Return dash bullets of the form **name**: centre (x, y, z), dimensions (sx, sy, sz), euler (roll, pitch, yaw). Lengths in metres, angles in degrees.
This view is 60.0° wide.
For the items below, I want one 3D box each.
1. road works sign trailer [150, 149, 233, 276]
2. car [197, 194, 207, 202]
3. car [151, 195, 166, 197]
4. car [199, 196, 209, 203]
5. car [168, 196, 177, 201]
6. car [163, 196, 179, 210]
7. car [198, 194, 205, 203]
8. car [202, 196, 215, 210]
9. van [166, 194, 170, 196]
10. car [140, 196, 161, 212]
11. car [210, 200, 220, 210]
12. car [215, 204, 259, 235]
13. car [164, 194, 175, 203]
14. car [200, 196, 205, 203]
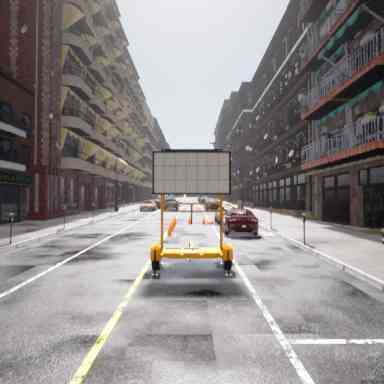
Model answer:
- **road works sign trailer**: centre (-0.012, 0.472, 10.367), dimensions (2.380, 3.560, 2.880), euler (0, 0, 0)
- **car**: centre (2.538, 1.543, 85.066), dimensions (2.192, 1.841, 5.009), euler (1, 0, 0)
- **car**: centre (-5.299, 1.395, 46.412), dimensions (2.192, 1.841, 5.009), euler (2, 0, 0)
- **car**: centre (2.579, 1.619, 74.004), dimensions (1.967, 1.590, 4.097), euler (1, 0, 0)
- **car**: centre (-5.316, 1.822, 90.654), dimensions (1.947, 1.339, 4.313), euler (1, 0, 0)
- **car**: centre (-2.758, 1.599, 44.192), dimensions (1.812, 1.442, 4.674), euler (0, 0, 0)
- **car**: centre (2.572, 1.678, 62.942), dimensions (1.887, 1.381, 4.507), euler (1, 0, 0)
- **car**: centre (2.576, 1.610, 40.818), dimensions (1.887, 1.381, 4.507), euler (1, 0, 0)
- **van**: centre (-5.302, 1.454, 57.470), dimensions (1.690, 1.788, 3.998), euler (2, 0, 0)
- **car**: centre (-5.303, 1.590, 40.710), dimensions (1.752, 1.417, 4.829), euler (2, 0, 0)
- **car**: centre (2.580, 1.553, 24.398), dimensions (1.752, 1.417, 4.829), euler (1, 0, 0)
- **car**: centre (2.581, 1.563, 18.696), dimensions (1.887, 1.381, 4.507), euler (1, 0, 0)
- **car**: centre (-5.307, 1.518, 79.593), dimensions (2.192, 1.841, 5.009), euler (1, 0, 0)
- **car**: centre (2.575, 1.630, 46.350), dimensions (2.008, 1.369, 4.403), euler (1, 0, 0)
